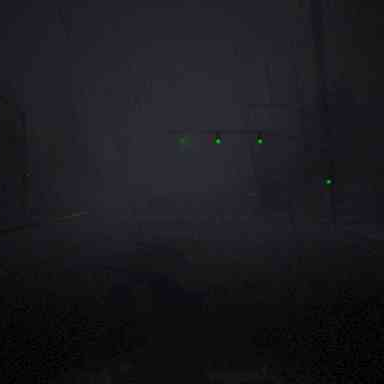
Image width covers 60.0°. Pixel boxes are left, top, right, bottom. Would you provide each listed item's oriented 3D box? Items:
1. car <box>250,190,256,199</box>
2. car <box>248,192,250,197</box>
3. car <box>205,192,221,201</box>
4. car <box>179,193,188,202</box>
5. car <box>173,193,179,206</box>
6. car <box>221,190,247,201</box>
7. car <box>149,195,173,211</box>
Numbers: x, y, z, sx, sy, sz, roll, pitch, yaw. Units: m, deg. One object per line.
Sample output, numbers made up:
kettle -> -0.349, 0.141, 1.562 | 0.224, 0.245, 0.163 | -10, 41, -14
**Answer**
car -> 14.664, 0.568, 72.643 | 5.566, 2.045, 2.150 | 0, 1, -42
car -> 10.188, 0.866, 73.069 | 1.812, 1.442, 4.674 | 0, 1, 44
car -> 4.400, 0.770, 64.777 | 2.097, 1.767, 4.553 | 0, 1, 30
car -> -2.008, 0.991, 57.413 | 1.837, 1.490, 4.892 | 0, 1, 14
car -> -3.325, 1.112, 46.260 | 1.812, 1.442, 4.674 | 0, 1, 2
car -> 8.145, 0.641, 64.350 | 2.150, 2.045, 5.566 | 0, 1, 30
car -> -3.547, 1.221, 36.387 | 2.033, 1.411, 5.357 | 0, 1, 0
